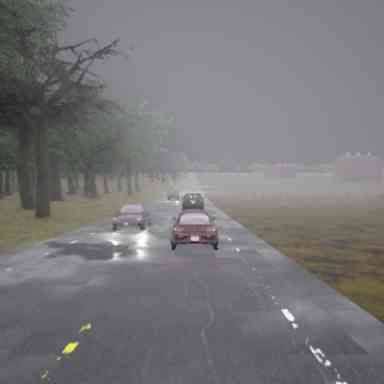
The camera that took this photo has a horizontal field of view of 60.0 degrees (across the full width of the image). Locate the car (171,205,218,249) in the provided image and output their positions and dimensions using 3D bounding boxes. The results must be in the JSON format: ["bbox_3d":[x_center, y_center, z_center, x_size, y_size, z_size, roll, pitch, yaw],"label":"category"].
[{"bbox_3d":[0.102,1.497,14.278,1.812,1.442,4.674,0,0,0],"label":"car"}]

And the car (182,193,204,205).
[{"bbox_3d":[0.106,1.104,34.447,2.150,2.045,5.566,0,1,0],"label":"car"}]

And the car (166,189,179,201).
[{"bbox_3d":[-3.513,0.544,62.222,2.150,2.045,5.566,0,2,1],"label":"car"}]

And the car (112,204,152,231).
[{"bbox_3d":[-3.606,1.478,20.560,1.812,1.442,4.674,0,0,0],"label":"car"}]
